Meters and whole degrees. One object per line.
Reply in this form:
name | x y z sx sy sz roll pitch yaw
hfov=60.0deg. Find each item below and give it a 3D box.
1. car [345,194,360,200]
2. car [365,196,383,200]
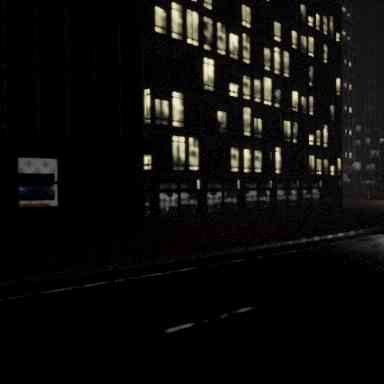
car | 34.909 1.037 73.899 1.947 1.339 4.313 -1 1 -41
car | 38.568 1.126 69.550 1.802 1.307 4.206 -1 1 -41
